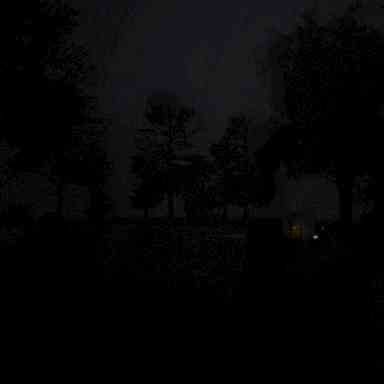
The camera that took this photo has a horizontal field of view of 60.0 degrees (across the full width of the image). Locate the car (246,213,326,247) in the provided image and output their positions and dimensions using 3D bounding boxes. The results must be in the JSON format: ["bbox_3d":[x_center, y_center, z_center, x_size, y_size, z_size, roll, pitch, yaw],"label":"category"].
[{"bbox_3d":[4.391,1.716,16.087,1.812,1.442,4.674,0,-1,-20],"label":"car"}]
